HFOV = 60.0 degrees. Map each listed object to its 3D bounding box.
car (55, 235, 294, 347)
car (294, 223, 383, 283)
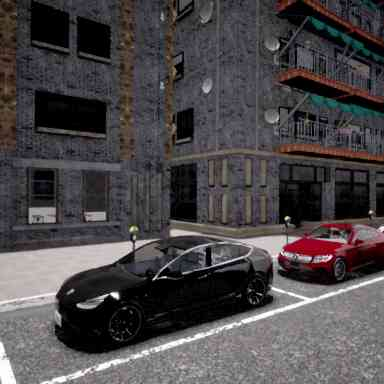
[{"bbox_3d":[-0.280,1.566,6.368,4.313,1.339,1.947,0,0,-36],"label":"car"},{"bbox_3d":[4.316,1.585,9.675,4.206,1.307,1.802,0,0,-36],"label":"car"}]
